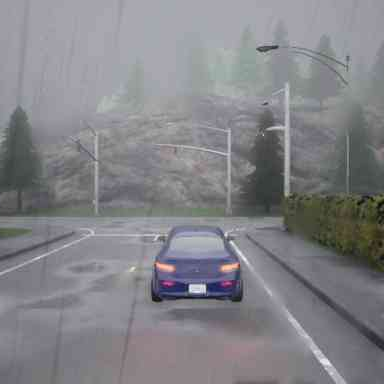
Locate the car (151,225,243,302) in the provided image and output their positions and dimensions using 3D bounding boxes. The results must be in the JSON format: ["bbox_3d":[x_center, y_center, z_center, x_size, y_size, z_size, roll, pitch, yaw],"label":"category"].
[{"bbox_3d":[0.107,1.526,8.130,1.812,1.442,4.674,0,0,0],"label":"car"}]
